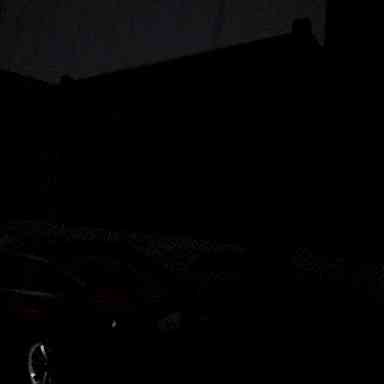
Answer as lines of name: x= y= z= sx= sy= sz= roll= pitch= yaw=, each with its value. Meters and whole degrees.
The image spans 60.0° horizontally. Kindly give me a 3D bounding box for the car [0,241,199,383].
car: x=-2.150 y=1.505 z=5.066 sx=4.792 sy=1.488 sz=2.163 roll=0 pitch=0 yaw=36
